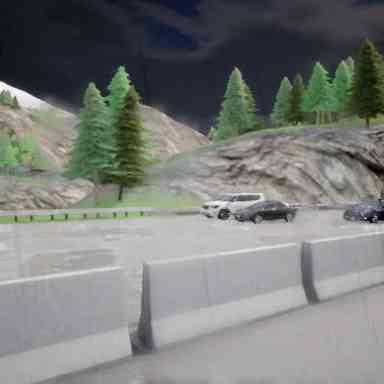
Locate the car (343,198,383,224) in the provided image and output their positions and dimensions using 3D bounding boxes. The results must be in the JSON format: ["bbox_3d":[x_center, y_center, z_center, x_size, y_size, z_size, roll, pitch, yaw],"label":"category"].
[{"bbox_3d":[12.953,1.242,23.638,4.553,1.767,2.097,0,0,-27],"label":"car"}]

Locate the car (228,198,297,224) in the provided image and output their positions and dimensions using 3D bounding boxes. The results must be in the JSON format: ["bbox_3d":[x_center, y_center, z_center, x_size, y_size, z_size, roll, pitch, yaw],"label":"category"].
[{"bbox_3d":[5.233,1.401,23.509,4.892,1.490,1.837,0,0,-29],"label":"car"}]

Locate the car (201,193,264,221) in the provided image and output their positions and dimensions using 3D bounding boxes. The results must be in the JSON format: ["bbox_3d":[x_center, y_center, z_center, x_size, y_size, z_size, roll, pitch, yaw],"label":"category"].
[{"bbox_3d":[3.444,1.104,26.535,5.566,2.045,2.150,0,0,-29],"label":"car"}]
